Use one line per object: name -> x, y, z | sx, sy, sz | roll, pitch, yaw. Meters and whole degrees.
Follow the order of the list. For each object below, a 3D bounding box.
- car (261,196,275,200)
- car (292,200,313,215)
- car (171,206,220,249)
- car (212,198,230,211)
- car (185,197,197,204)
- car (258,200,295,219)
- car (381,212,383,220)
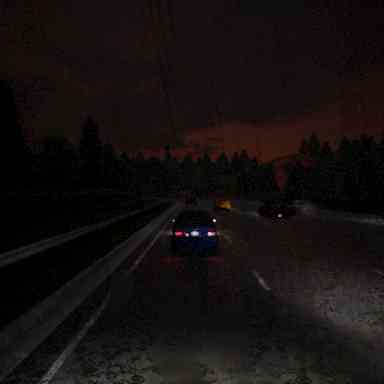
car -> 13.968, 1.523, 61.302 | 1.812, 1.442, 4.674 | 0, 0, -2
car -> 10.599, 1.524, 33.364 | 1.812, 1.442, 4.674 | 0, 0, 0
car -> 0.099, 1.547, 14.436 | 2.033, 1.411, 5.357 | 0, 0, 0
car -> 3.600, 1.477, 41.278 | 1.882, 1.535, 5.008 | 0, 0, 0
car -> -0.247, 1.563, 62.528 | 1.994, 1.385, 4.181 | 0, 0, -6
car -> 7.098, 1.600, 29.065 | 1.895, 1.301, 4.718 | 0, 0, 0
car -> 14.098, 1.599, 20.984 | 1.895, 1.301, 4.718 | 0, 0, 0
